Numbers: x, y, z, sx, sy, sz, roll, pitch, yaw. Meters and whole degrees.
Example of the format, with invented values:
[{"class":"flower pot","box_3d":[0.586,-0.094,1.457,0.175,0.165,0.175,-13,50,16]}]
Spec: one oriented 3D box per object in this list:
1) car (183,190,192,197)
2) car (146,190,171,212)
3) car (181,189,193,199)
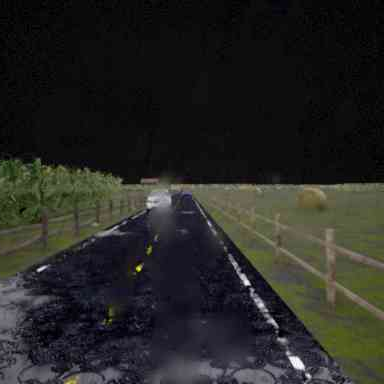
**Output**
[{"class":"car","box_3d":[-1.223,0.336,81.816,2.128,1.511,4.902,-1,1,-1]},{"class":"car","box_3d":[-3.240,0.837,33.420,2.150,2.045,5.566,-1,1,-1]},{"class":"car","box_3d":[-1.066,0.321,71.427,2.150,2.045,5.566,-1,1,-1]}]
